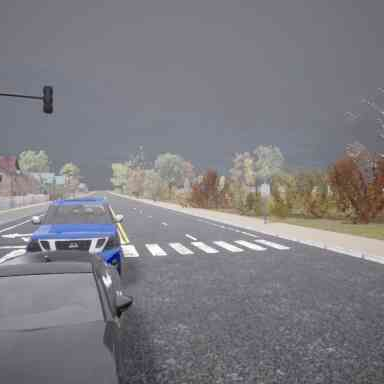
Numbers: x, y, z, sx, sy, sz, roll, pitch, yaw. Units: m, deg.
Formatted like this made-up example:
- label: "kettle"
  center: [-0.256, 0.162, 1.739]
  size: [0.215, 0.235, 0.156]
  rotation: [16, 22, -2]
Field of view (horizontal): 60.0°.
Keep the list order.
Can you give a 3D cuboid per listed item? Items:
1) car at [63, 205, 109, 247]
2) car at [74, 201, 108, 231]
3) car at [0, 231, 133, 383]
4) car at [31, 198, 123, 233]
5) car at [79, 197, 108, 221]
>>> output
- label: "car"
  center: [-4.997, 1.499, 16.090]
  size: [1.837, 1.490, 4.892]
  rotation: [0, 0, -15]
- label: "car"
  center: [-6.554, 1.468, 21.839]
  size: [1.882, 1.535, 5.008]
  rotation: [0, 0, -15]
- label: "car"
  center: [-1.725, 1.524, 3.923]
  size: [1.812, 1.442, 4.674]
  rotation: [0, 0, -13]
- label: "car"
  center: [-3.352, 1.218, 10.015]
  size: [2.150, 2.045, 5.566]
  rotation: [0, 0, -15]
- label: "car"
  center: [-8.103, 1.338, 27.575]
  size: [2.097, 1.767, 4.553]
  rotation: [0, 0, -15]
